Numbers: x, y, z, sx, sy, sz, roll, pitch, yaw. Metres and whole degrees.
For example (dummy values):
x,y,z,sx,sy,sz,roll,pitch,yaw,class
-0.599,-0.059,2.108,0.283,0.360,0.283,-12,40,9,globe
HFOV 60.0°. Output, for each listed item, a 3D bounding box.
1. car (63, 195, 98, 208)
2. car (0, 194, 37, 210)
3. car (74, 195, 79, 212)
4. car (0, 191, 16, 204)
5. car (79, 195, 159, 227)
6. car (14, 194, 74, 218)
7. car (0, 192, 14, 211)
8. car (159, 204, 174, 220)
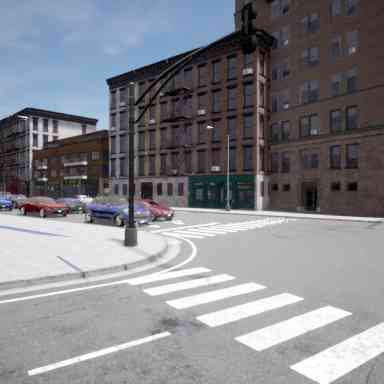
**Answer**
x,y,z,sx,sy,sz,roll,pitch,yaw,class
-13.680,1.109,40.595,4.674,1.442,1.812,1,0,40,car
-19.166,1.029,36.462,4.902,1.511,2.128,1,0,40,car
-11.161,1.201,29.918,4.181,1.385,1.994,1,0,39,car
-27.587,0.786,48.231,4.553,1.767,2.097,1,0,41,car
-4.593,1.089,20.587,4.553,1.767,2.097,1,0,39,car
-11.748,1.118,26.226,5.008,1.535,1.882,1,0,39,car
-19.235,1.025,32.293,5.008,1.535,1.882,1,0,40,car
-3.382,1.266,23.836,4.674,1.442,1.812,1,0,38,car
